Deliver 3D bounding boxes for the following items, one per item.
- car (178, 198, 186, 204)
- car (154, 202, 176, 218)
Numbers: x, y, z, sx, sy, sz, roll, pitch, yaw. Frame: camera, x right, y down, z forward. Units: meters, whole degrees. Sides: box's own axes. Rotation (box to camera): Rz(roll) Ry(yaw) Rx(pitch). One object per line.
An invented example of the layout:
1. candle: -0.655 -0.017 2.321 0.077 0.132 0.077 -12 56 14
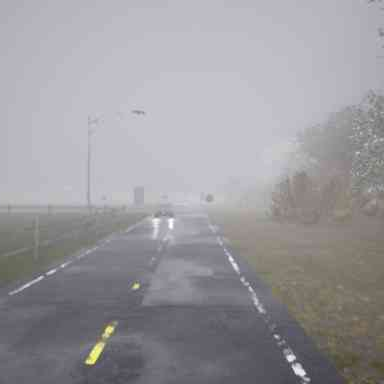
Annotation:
1. car: -2.759 2.418 91.306 1.812 1.442 4.674 0 -1 0
2. car: -2.776 1.861 34.545 1.837 1.490 4.892 0 -1 1
